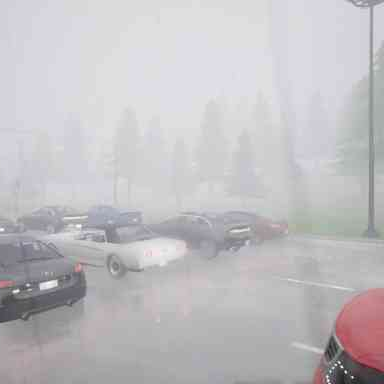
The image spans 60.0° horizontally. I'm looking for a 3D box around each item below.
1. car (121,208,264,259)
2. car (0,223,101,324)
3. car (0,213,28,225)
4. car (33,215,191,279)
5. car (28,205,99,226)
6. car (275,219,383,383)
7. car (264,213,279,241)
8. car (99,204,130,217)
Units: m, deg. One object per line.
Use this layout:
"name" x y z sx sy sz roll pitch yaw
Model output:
"car" -0.092 1.491 12.624 4.902 1.511 2.128 0 0 36
"car" -4.097 1.564 6.871 4.181 1.385 1.994 0 0 35
"car" -9.693 1.564 15.187 4.181 1.385 1.994 0 0 36
"car" -2.568 1.601 10.090 4.718 1.301 1.895 0 0 36
"car" -7.620 1.492 18.008 4.902 1.511 2.128 0 0 36
"car" 3.443 1.221 1.423 5.566 2.045 2.150 0 0 37
"car" 2.113 1.526 15.349 4.674 1.442 1.812 0 0 36
"car" -5.292 1.478 20.649 5.008 1.535 1.882 0 0 36
